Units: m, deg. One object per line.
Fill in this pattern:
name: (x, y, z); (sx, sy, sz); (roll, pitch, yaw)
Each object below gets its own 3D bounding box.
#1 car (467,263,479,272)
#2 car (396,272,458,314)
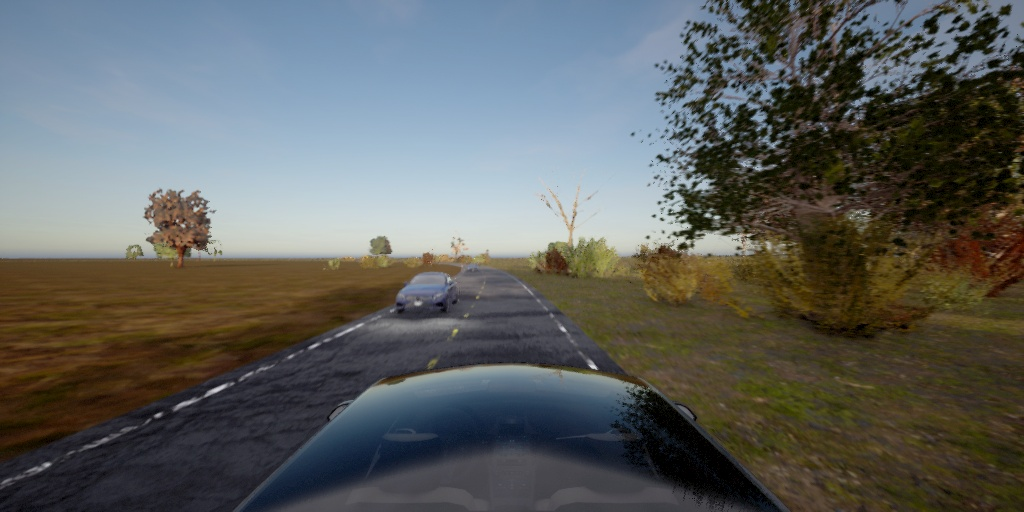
car: (-6.060, 1.788, 56.103); (2.033, 1.411, 5.357); (0, 0, -6)
car: (-3.292, 1.398, 14.667); (1.812, 1.442, 4.674); (0, -1, -2)
